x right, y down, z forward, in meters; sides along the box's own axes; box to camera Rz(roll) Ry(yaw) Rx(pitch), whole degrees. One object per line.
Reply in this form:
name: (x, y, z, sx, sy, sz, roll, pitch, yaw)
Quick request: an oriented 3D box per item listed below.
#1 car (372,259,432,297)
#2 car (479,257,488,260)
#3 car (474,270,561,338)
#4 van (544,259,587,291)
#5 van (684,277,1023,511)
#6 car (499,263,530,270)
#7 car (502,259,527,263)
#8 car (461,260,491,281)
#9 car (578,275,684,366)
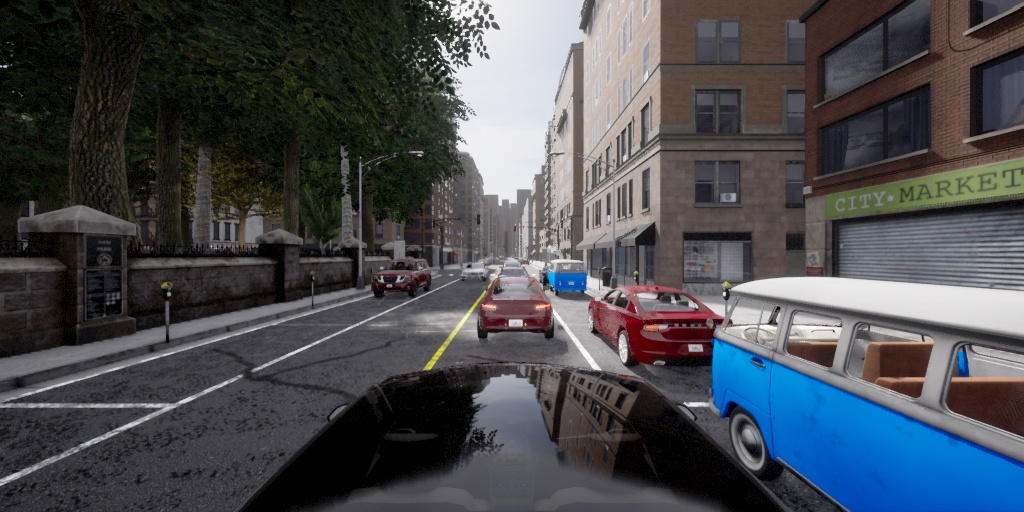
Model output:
car: (-5.663, 1.060, 19.087, 2.192, 1.841, 5.009, 0, 0, 0)
car: (-5.651, 1.230, 62.606, 1.751, 1.417, 4.829, 0, 0, 0)
car: (0.097, 1.275, 10.006, 1.812, 1.442, 4.674, 0, 0, 0)
van: (2.861, 1.086, 19.125, 1.690, 1.789, 3.998, 0, 0, 0)
van: (2.857, 1.091, 2.143, 1.690, 1.789, 3.998, 0, 0, 0)
car: (0.102, 1.292, 19.585, 2.033, 1.411, 5.357, 0, 0, 1)
car: (0.011, 1.243, 29.329, 1.837, 1.490, 4.892, 0, 0, 0)
car: (-2.992, 1.291, 29.585, 1.812, 1.442, 4.674, 0, 0, 0)
car: (2.858, 1.294, 7.804, 1.888, 1.381, 4.507, 0, 0, 0)
